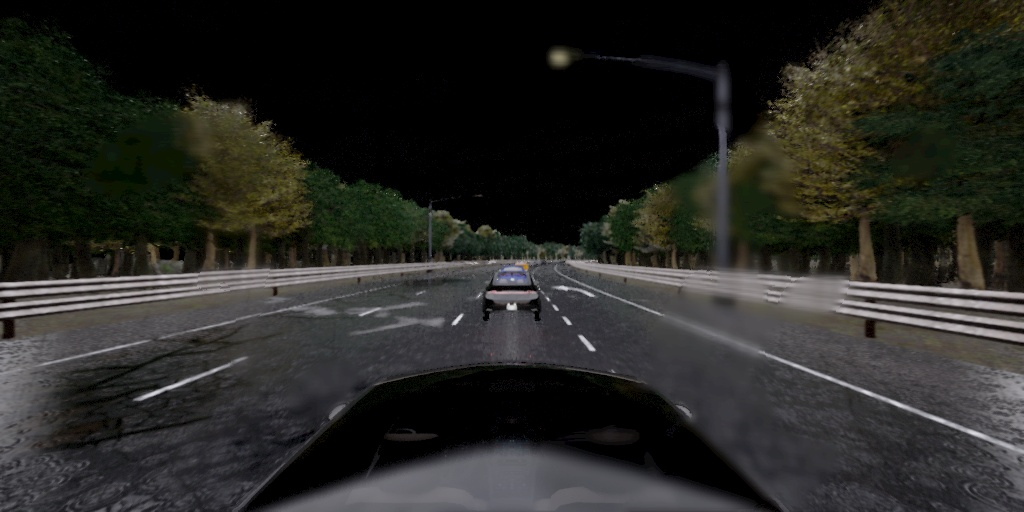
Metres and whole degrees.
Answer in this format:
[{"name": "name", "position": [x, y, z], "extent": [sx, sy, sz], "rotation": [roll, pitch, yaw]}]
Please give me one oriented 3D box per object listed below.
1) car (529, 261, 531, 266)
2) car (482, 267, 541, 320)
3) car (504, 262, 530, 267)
[{"name": "car", "position": [1.455, 1.569, 52.950], "extent": [1.882, 1.535, 5.008], "rotation": [0, -1, 4]}, {"name": "car", "position": [-0.004, 1.311, 12.907], "extent": [2.128, 1.511, 4.902], "rotation": [0, 0, 0]}, {"name": "car", "position": [0.107, 1.393, 25.479], "extent": [1.882, 1.535, 5.008], "rotation": [0, -1, 1]}]
